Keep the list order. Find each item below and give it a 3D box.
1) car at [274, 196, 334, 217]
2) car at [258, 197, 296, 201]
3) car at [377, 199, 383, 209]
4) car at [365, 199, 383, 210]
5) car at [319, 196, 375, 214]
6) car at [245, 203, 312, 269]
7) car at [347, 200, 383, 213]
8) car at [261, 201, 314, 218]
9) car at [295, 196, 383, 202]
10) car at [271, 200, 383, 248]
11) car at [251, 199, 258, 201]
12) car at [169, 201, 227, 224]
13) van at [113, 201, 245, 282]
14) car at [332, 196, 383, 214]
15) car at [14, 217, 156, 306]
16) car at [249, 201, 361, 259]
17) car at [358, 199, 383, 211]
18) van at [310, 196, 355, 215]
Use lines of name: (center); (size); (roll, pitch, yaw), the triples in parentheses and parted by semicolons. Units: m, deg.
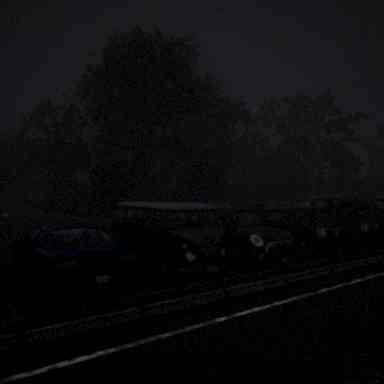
car: (11.656, 1.418, 34.946); (2.435, 2.045, 5.566); (0, 0, -36)
car: (7.137, 1.507, 31.718); (2.185, 1.767, 4.553); (0, 0, -36)
car: (29.745, 1.762, 47.831); (2.097, 1.535, 5.008); (0, 0, -36)
car: (27.375, 1.757, 46.371); (1.946, 1.575, 5.366); (0, 0, -36)
car: (18.431, 1.473, 39.787); (2.435, 2.045, 5.566); (0, 0, -36)
car: (1.427, 1.399, 11.562); (2.185, 1.767, 4.553); (0, 0, -36)
car: (22.946, 1.778, 43.014); (2.163, 1.488, 4.792); (0, 0, -36)
car: (9.430, 1.681, 33.284); (2.163, 1.488, 4.792); (0, 0, -36)
car: (8.305, 1.328, 16.404); (2.435, 2.045, 5.566); (0, 0, -36)
car: (6.025, 1.436, 14.771); (2.185, 1.767, 4.553); (0, 0, -36)
car: (2.746, 1.593, 28.315); (1.946, 1.575, 5.366); (0, 0, -36)
car: (0.376, 1.579, 26.856); (2.231, 1.521, 4.892); (0, 0, -36)
van: (-0.767, 1.280, 9.812); (1.878, 1.987, 4.442); (0, 0, -36)
car: (20.723, 1.486, 41.355); (2.435, 2.045, 5.566); (0, 0, -36)
car: (-3.113, 1.487, 8.272); (2.097, 1.535, 5.008); (0, 0, -36)
car: (3.744, 1.417, 13.141); (2.185, 1.767, 4.553); (0, 0, -36)
car: (25.244, 1.789, 44.585); (2.163, 1.488, 4.792); (0, 0, -36)
van: (16.121, 1.480, 38.244); (1.878, 1.987, 4.442); (0, 0, -36)
